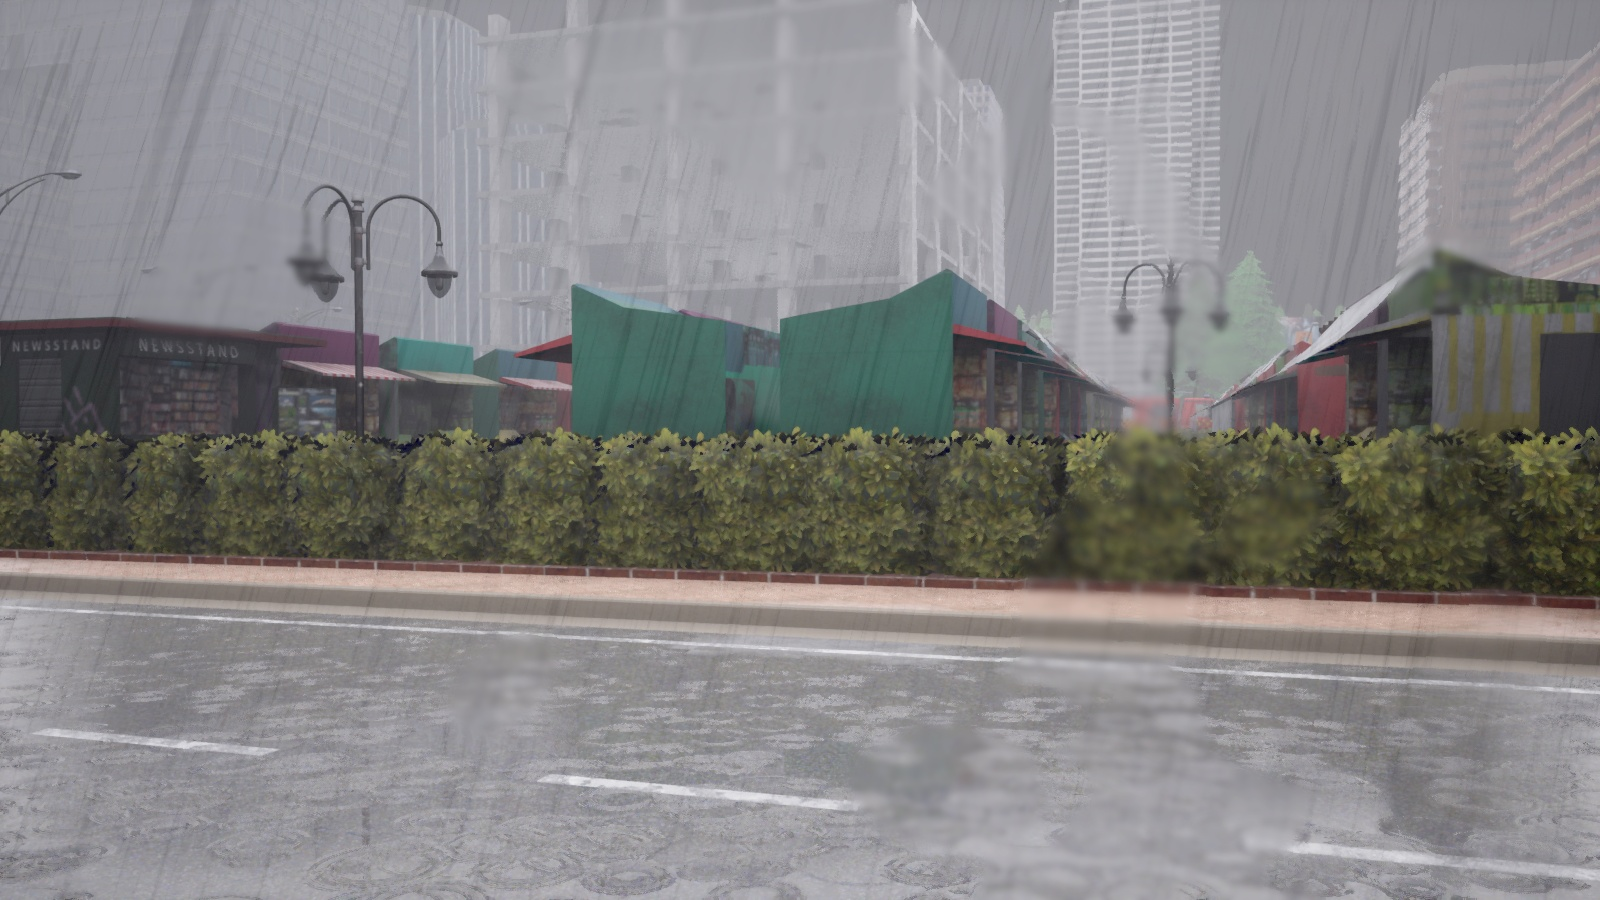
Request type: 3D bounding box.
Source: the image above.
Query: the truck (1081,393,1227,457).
[{"bbox_3d":[21.767,-1.552,77.417,8.468,3.827,2.891,0,1,16],"label":"truck"}]
